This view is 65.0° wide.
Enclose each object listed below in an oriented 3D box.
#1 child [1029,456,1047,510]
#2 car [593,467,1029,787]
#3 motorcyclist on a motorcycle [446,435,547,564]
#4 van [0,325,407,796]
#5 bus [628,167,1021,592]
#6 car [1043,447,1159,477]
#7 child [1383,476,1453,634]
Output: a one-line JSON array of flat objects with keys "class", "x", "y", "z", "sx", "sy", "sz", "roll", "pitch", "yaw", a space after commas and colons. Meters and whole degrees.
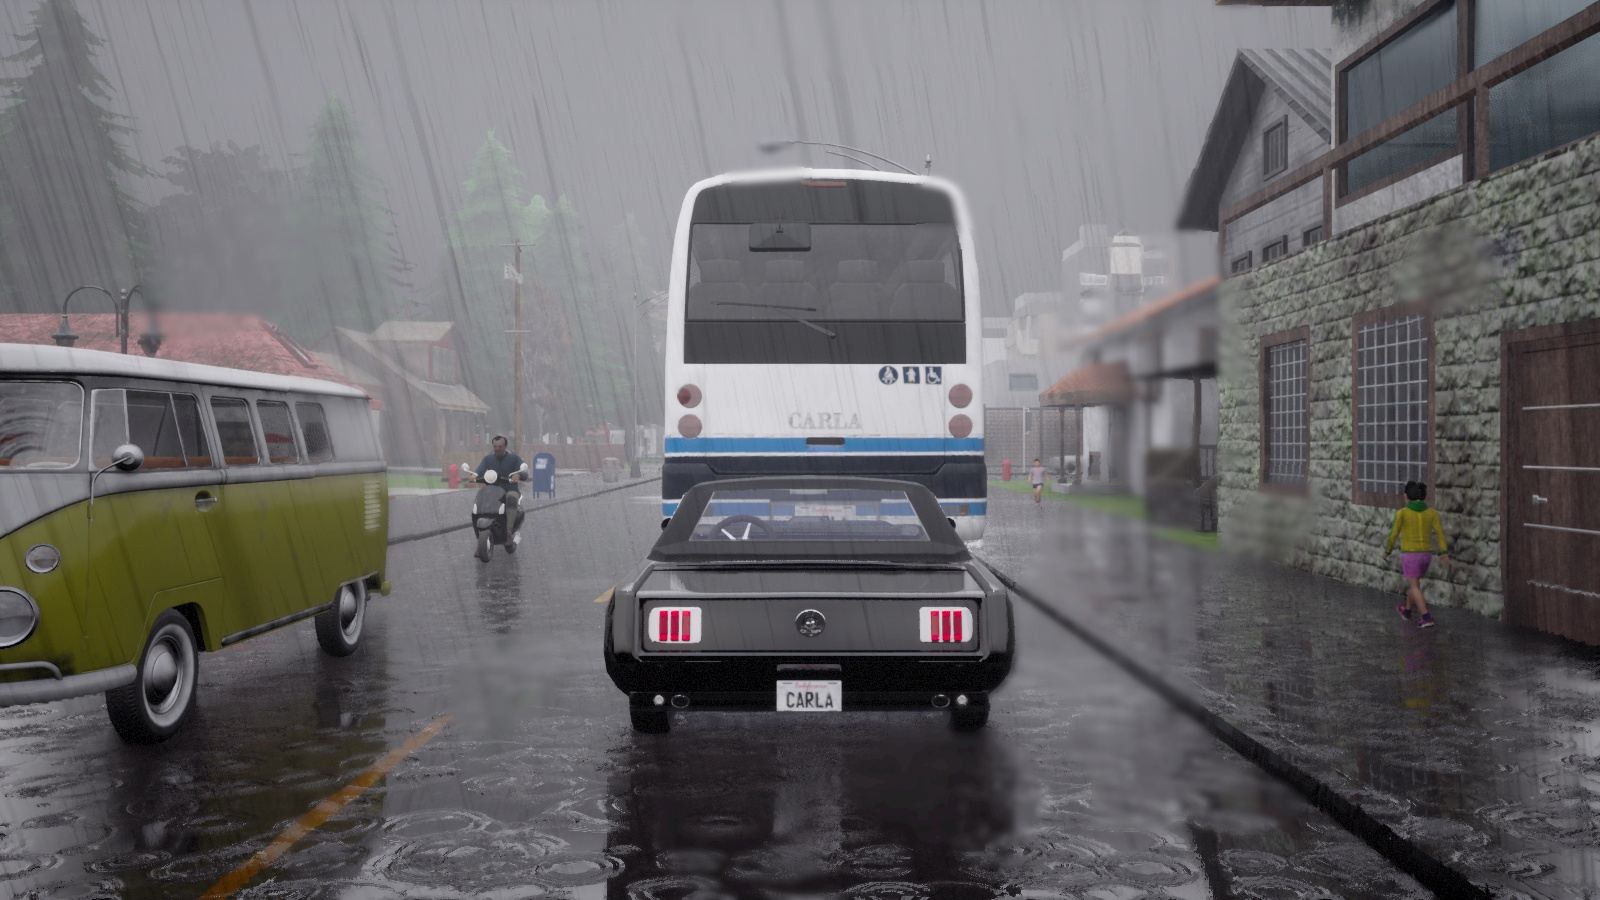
[{"class": "child", "x": 5.014, "y": 0.691, "z": 26.463, "sx": 0.255, "sy": 1.110, "sz": 0.394, "roll": 0, "pitch": 0, "yaw": 29}, {"class": "car", "x": 0.053, "y": 0.803, "z": 7.818, "sx": 1.895, "sy": 1.301, "sz": 4.718, "roll": 0, "pitch": 0, "yaw": 0}, {"class": "motorcyclist on a motorcycle", "x": -3.907, "y": 0.605, "z": 16.322, "sx": 0.866, "sy": 1.590, "sz": 1.817, "roll": 0, "pitch": 0, "yaw": 0}, {"class": "van", "x": -3.948, "y": 0.454, "z": 7.526, "sx": 1.775, "sy": 1.987, "sz": 4.442, "roll": 0, "pitch": 0, "yaw": 0}, {"class": "bus", "x": 0.139, "y": -0.730, "z": 17.748, "sx": 3.944, "sy": 4.253, "sz": 10.273, "roll": 0, "pitch": 0, "yaw": -1}, {"class": "car", "x": 13.443, "y": 0.540, "z": 56.278, "sx": 4.718, "sy": 1.301, "sz": 1.895, "roll": 0, "pitch": 0, "yaw": 0}, {"class": "child", "x": 4.692, "y": 0.786, "z": 9.552, "sx": 0.299, "sy": 1.160, "sz": 0.473, "roll": 0, "pitch": 0, "yaw": 0}]
